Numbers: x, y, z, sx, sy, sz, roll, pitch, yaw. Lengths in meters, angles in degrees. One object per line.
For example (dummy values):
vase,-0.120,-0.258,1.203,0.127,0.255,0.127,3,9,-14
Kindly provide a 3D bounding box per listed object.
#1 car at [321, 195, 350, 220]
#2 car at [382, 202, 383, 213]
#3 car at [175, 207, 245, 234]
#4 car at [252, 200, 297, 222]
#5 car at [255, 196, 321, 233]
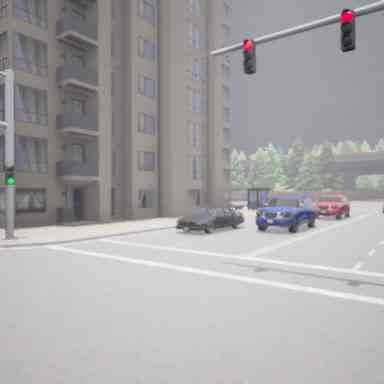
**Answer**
car,12.200,1.252,29.026,2.150,2.045,5.566,0,0,36
car,21.927,1.493,36.141,1.882,1.535,5.008,0,0,35
car,1.255,1.592,19.980,2.033,1.411,5.357,0,0,36
car,7.041,1.523,27.902,1.882,1.535,5.008,0,0,36
car,5.874,1.252,20.377,2.150,2.045,5.566,0,0,36
